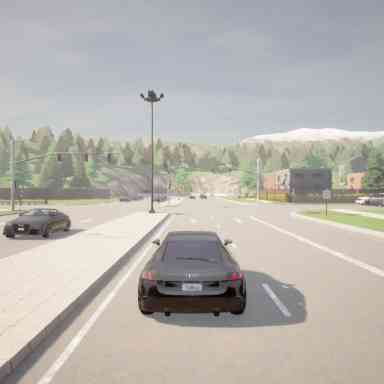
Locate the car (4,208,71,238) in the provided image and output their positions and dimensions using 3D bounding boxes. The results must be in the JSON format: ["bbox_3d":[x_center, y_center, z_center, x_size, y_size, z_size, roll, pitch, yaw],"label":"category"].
[{"bbox_3d":[-8.013,1.564,17.625,1.994,1.385,4.181,0,0,1],"label":"car"}]

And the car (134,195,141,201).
[{"bbox_3d":[-14.958,1.500,84.961,1.837,1.490,4.892,0,0,0],"label":"car"}]

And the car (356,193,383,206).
[{"bbox_3d":[29.471,1.224,53.557,5.566,2.045,2.150,0,0,0],"label":"car"}]

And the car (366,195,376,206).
[{"bbox_3d":[29.729,1.548,50.065,5.357,1.411,2.033,0,0,0],"label":"car"}]

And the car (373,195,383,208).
[{"bbox_3d":[28.975,1.548,46.558,5.357,1.411,2.033,0,0,0],"label":"car"}]

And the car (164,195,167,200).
[{"bbox_3d":[-7.959,1.524,83.826,1.812,1.442,4.674,0,0,0],"label":"car"}]

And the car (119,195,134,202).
[{"bbox_3d":[-14.964,1.540,74.580,2.033,1.411,5.357,0,0,0],"label":"car"}]

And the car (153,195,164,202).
[{"bbox_3d":[-7.964,1.524,74.216,1.812,1.442,4.674,0,0,0],"label":"car"}]

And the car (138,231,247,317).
[{"bbox_3d":[0.003,1.563,7.579,1.994,1.385,4.181,0,0,0],"label":"car"}]
